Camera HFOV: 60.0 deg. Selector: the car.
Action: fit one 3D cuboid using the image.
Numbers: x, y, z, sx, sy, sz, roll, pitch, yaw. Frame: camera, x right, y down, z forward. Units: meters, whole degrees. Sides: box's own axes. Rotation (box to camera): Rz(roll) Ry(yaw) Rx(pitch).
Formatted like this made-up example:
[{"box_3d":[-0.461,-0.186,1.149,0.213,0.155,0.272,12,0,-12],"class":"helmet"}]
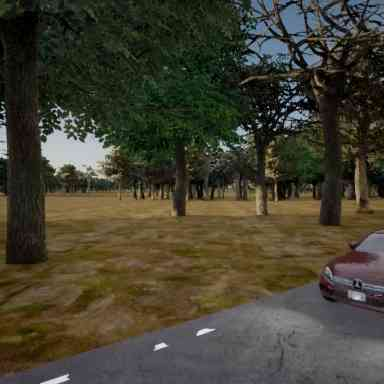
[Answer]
[{"box_3d":[4.629,1.522,7.200,4.674,1.442,1.812,0,0,-39],"class":"car"}]
